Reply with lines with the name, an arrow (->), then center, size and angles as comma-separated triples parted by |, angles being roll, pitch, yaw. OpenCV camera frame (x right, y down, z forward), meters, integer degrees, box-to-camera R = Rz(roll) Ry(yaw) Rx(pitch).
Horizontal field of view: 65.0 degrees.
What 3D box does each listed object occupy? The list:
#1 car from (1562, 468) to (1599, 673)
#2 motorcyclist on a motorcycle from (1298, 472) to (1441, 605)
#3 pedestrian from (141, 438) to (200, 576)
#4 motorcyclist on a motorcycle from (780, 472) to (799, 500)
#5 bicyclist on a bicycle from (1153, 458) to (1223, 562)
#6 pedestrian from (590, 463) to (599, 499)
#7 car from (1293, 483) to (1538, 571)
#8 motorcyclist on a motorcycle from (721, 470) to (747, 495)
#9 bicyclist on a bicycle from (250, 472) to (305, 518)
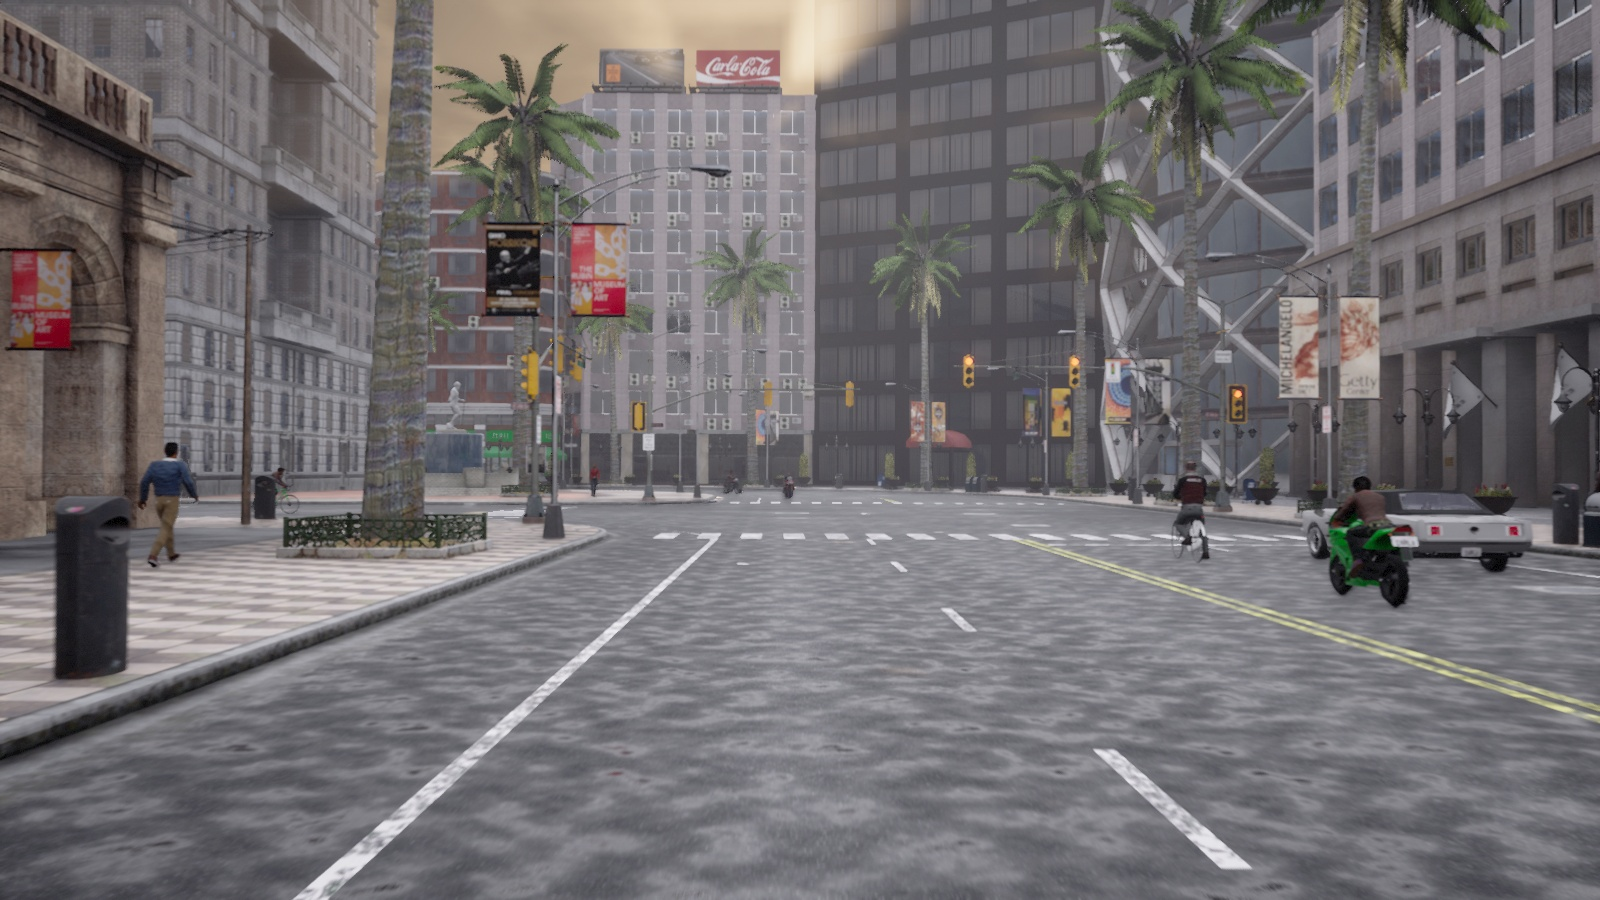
car -> 6.967, 0.860, 7.533 | 2.007, 1.525, 4.514 | 0, -1, 0
motorcyclist on a motorcycle -> 6.918, 1.027, 15.394 | 0.797, 1.523, 2.044 | 0, -1, 0
pedestrian -> -9.122, 0.812, 18.217 | 0.423, 1.949, 0.788 | 0, -1, 2
motorcyclist on a motorcycle -> -0.619, 2.064, 72.373 | 0.866, 1.530, 2.191 | -1, -1, -7
bicyclist on a bicycle -> 6.879, 1.032, 22.354 | 0.659, 1.776, 1.843 | 0, -1, 0
pedestrian -> -10.645, 1.602, 65.047 | 0.331, 1.846, 0.636 | 0, -1, -1
car -> 10.368, 1.236, 21.622 | 1.895, 1.301, 4.718 | 0, -1, 0
motorcyclist on a motorcycle -> -4.429, 2.191, 84.141 | 0.766, 1.649, 2.350 | 0, -1, -31
bicyclist on a bicycle -> -18.293, 1.576, 43.966 | 1.656, 1.620, 0.582 | 0, -1, 0
